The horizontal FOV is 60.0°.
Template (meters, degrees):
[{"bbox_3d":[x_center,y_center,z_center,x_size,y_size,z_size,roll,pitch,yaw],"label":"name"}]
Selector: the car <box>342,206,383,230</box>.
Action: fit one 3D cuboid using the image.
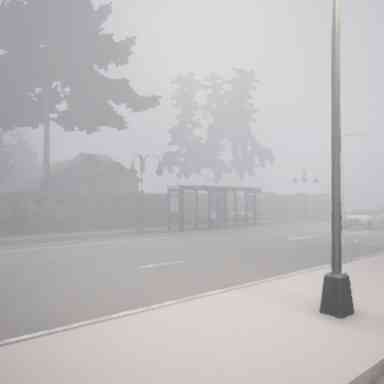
[{"bbox_3d":[12.837,1.925,24.387,4.674,1.442,1.812,1,-1,-38],"label":"car"}]
